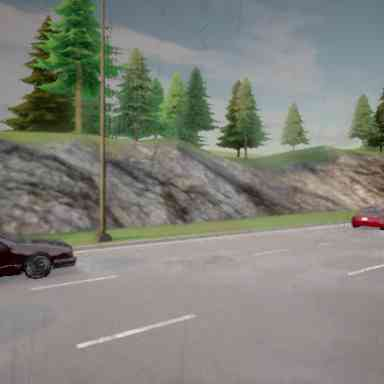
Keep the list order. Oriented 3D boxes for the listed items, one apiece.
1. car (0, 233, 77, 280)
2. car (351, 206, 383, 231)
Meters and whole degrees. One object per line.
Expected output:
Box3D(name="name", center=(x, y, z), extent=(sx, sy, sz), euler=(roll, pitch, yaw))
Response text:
Box3D(name="car", center=(-5.772, 1.547, 8.226), extent=(5.357, 1.411, 2.033), euler=(0, 0, -36))
Box3D(name="car", center=(11.817, 1.562, 20.763), extent=(4.181, 1.385, 1.994), euler=(0, 0, -35))
